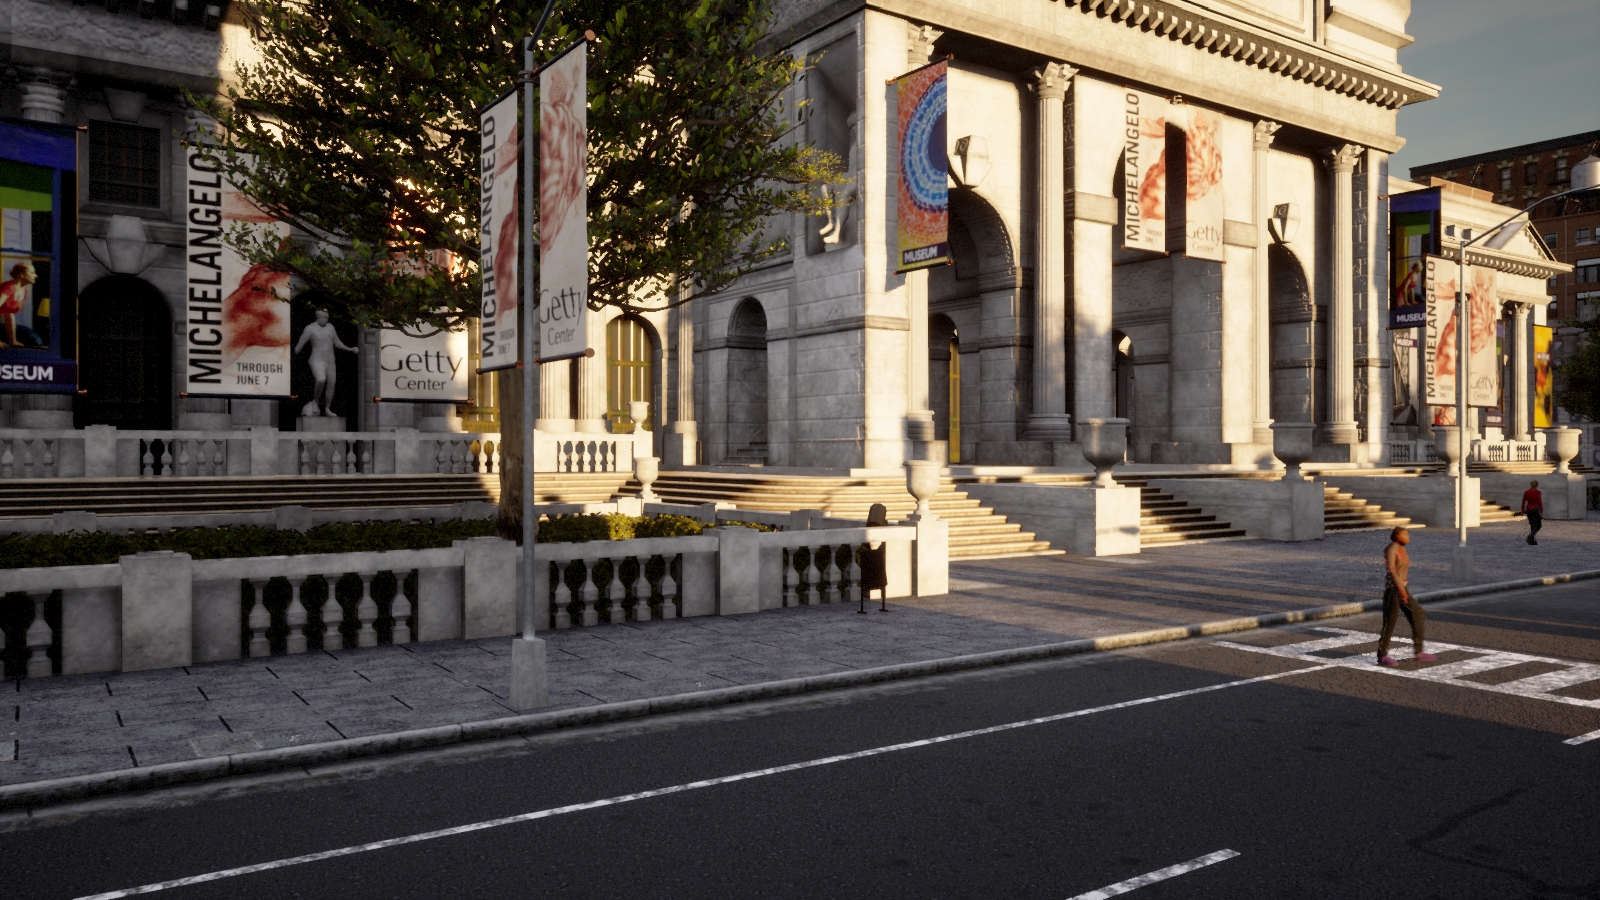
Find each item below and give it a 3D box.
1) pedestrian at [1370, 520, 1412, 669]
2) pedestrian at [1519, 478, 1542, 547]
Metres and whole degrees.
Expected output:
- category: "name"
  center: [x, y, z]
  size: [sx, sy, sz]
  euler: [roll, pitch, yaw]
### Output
- category: "pedestrian"
  center: [7.641, 1.849, 14.768]
  size: [0.375, 1.860, 0.375]
  euler: [0, 0, -42]
- category: "pedestrian"
  center: [19.974, 1.696, 31.242]
  size: [0.375, 1.860, 0.375]
  euler: [0, 0, -29]
